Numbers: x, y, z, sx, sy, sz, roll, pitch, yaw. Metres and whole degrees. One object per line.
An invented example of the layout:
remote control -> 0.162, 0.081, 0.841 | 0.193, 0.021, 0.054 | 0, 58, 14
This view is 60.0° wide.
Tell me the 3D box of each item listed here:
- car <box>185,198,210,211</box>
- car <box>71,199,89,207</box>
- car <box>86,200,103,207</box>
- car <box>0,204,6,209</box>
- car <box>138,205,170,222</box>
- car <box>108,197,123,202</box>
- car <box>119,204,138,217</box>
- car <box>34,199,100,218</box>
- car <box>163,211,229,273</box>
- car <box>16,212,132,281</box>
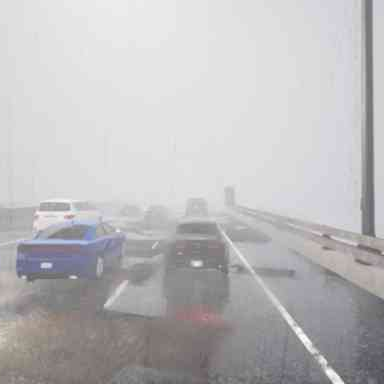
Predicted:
car -> 0.480, 1.593, 34.236 | 2.150, 2.045, 5.566 | 0, -1, 1
car -> -23.069, 2.264, 68.919 | 1.882, 1.535, 5.008 | 0, -1, 2
car -> -19.641, 2.359, 67.068 | 1.895, 1.301, 4.718 | 0, -1, 2
car -> -17.344, 1.649, 27.450 | 2.097, 1.767, 4.553 | 0, -1, 1
car -> -3.108, 1.871, 29.878 | 2.033, 1.411, 5.357 | 0, -1, 1
car -> -16.029, 2.022, 69.756 | 2.150, 2.045, 5.566 | 0, -1, 2
car -> -6.486, 1.954, 35.779 | 1.994, 1.385, 4.181 | 0, -1, 1
car -> -6.774, 1.422, 18.743 | 2.150, 2.045, 5.566 | 0, -1, 1
car -> 0.146, 1.624, 11.088 | 1.837, 1.490, 4.892 | 0, 0, 1
car -> -3.362, 1.586, 10.213 | 1.882, 1.535, 5.008 | 0, -1, 1
